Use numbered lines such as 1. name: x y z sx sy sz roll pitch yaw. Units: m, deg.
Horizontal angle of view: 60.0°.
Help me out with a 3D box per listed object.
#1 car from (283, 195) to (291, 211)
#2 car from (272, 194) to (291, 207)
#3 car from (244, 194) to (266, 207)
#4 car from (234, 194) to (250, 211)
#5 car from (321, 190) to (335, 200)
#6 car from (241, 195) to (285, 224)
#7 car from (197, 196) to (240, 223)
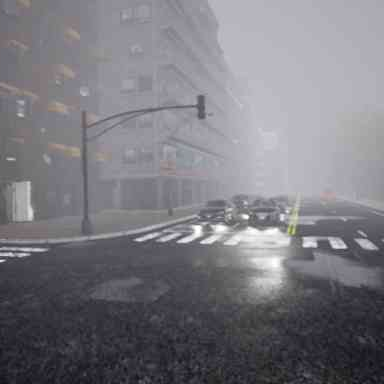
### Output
1. car: 7.816 1.132 30.990 2.033 1.411 5.357 -1 1 18
2. car: 10.930 1.018 40.405 1.994 1.385 4.181 -1 1 18
3. car: 7.988 1.030 41.865 2.033 1.411 5.357 -1 1 18
4. car: 4.662 0.975 31.795 2.097 1.767 4.553 -1 1 18
5. car: 23.553 0.468 57.750 2.097 1.767 4.553 -1 1 18
6. car: 4.764 1.207 21.732 2.128 1.511 4.902 -1 1 16
7. car: 1.789 1.250 23.049 1.837 1.490 4.892 -1 1 18
